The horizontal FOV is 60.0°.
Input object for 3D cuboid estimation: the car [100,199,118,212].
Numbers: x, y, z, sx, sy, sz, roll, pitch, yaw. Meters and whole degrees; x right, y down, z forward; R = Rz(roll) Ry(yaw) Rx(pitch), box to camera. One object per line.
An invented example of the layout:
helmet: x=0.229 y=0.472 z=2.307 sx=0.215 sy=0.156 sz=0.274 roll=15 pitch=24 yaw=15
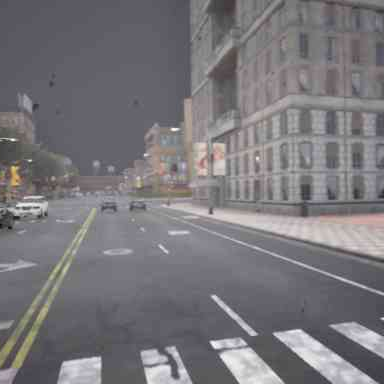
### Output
car: x=-10.265 y=1.624 z=41.026 sx=1.837 sy=1.490 sz=4.892 roll=-1 pitch=0 yaw=-15

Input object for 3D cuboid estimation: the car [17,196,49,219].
car: x=-15.152 y=1.422 z=31.726 sx=2.150 sy=2.045 sz=5.566 roll=-1 pitch=0 yaw=-15

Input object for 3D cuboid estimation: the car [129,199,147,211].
car: x=-6.847 y=1.560 z=41.793 sx=2.128 sy=1.511 sz=4.902 roll=-1 pitch=0 yaw=-15

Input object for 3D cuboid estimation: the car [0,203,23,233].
car: x=-12.035 y=1.654 z=19.878 sx=2.128 sy=1.511 sz=4.902 roll=-1 pitch=0 yaw=-15
